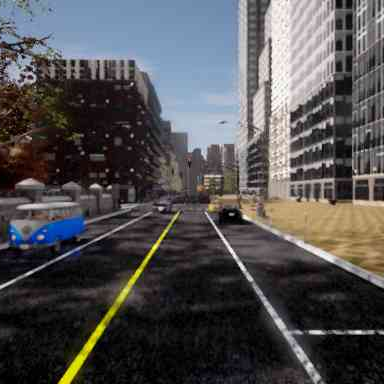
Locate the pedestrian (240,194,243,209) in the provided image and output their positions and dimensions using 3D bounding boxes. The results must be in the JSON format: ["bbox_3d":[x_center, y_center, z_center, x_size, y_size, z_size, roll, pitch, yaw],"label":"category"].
[{"bbox_3d":[6.140,1.144,41.802,0.375,1.860,0.375,0,0,0],"label":"pedestrian"}]

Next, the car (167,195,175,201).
[{"bbox_3d":[-5.681,1.608,90.442,1.887,1.381,4.507,0,0,0],"label":"car"}]

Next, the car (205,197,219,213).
[{"bbox_3d":[2.692,1.525,36.093,1.752,1.417,4.829,0,0,0],"label":"car"}]

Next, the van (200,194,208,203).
[{"bbox_3d":[2.696,1.375,73.862,1.690,1.788,3.998,0,0,0],"label":"van"}]

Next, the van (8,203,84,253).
[{"bbox_3d":[-5.692,1.337,13.393,1.690,1.788,3.998,0,0,0],"label":"van"}]

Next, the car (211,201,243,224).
[{"bbox_3d":[2.690,1.562,24.658,1.947,1.339,4.313,0,0,0],"label":"car"}]

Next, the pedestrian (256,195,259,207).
[{"bbox_3d":[8.141,1.265,41.202,0.375,1.860,0.375,0,0,0],"label":"pedestrian"}]

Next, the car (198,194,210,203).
[{"bbox_3d":[2.695,1.341,68.336,2.192,1.841,5.009,0,0,0],"label":"car"}]

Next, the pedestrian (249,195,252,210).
[{"bbox_3d":[7.141,1.286,40.602,0.375,1.860,0.375,0,0,0],"label":"pedestrian"}]

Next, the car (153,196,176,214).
[{"bbox_3d":[-3.034,1.491,35.288,2.128,1.511,4.902,0,0,1],"label":"car"}]

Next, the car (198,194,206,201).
[{"bbox_3d":[2.698,1.378,90.441,2.192,1.841,5.009,0,0,0],"label":"car"}]
